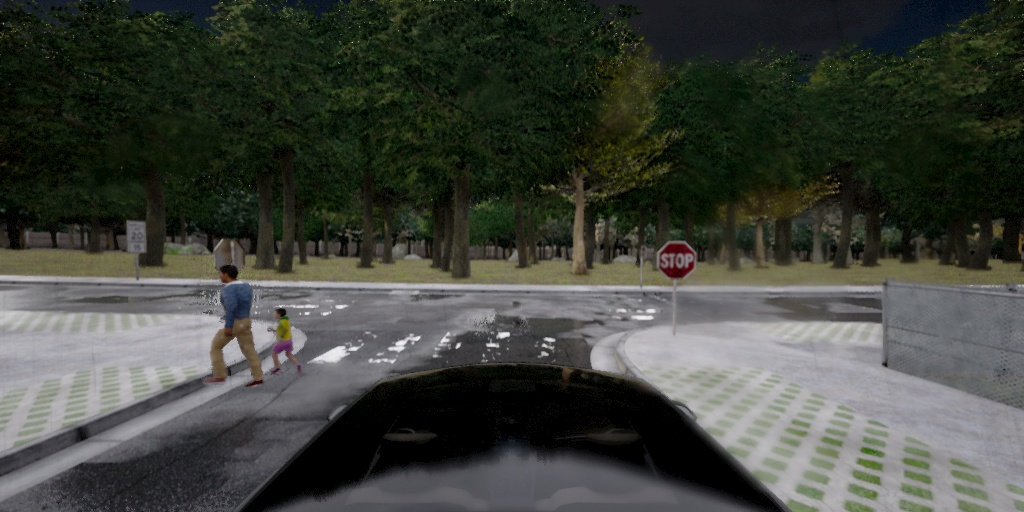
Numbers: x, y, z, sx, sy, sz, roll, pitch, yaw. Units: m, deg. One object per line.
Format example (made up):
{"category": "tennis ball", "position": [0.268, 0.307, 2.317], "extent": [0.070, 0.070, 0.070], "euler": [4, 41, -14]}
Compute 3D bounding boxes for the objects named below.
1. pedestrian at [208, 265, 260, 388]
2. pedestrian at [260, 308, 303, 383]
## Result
{"category": "pedestrian", "position": [-4.055, 1.008, 5.206], "extent": [0.375, 1.860, 0.375], "euler": [-1, 2, 0]}
{"category": "pedestrian", "position": [-3.671, 1.381, 5.817], "extent": [0.500, 1.100, 0.500], "euler": [-1, 2, 0]}
